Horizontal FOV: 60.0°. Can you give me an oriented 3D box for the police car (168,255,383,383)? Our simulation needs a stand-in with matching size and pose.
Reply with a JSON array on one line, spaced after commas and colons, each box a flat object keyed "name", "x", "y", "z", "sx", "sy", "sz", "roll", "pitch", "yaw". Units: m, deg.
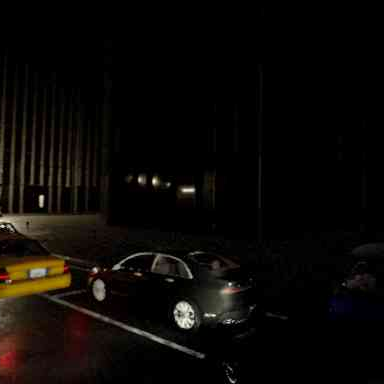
[{"name": "police car", "x": 2.405, "y": 1.583, "z": 2.383, "sx": 5.238, "sy": 1.638, "sz": 1.930, "roll": -1, "pitch": -3, "yaw": 40}]

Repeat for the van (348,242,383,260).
[{"name": "van", "x": 3.650, "y": 1.580, "z": 3.778, "sx": 3.998, "sy": 1.788, "sz": 1.690, "roll": -1, "pitch": -3, "yaw": 40}]

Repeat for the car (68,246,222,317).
[{"name": "car", "x": -0.575, "y": 1.876, "z": 7.333, "sx": 4.403, "sy": 1.369, "sz": 2.008, "roll": -1, "pitch": -3, "yaw": 40}]

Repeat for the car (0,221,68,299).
[{"name": "car", "x": -5.296, "y": 1.771, "z": 8.884, "sx": 5.366, "sy": 1.575, "sz": 1.801, "roll": -1, "pitch": -3, "yaw": 40}]
